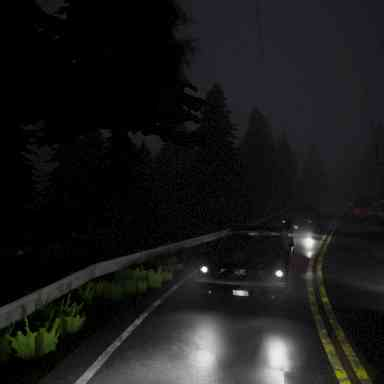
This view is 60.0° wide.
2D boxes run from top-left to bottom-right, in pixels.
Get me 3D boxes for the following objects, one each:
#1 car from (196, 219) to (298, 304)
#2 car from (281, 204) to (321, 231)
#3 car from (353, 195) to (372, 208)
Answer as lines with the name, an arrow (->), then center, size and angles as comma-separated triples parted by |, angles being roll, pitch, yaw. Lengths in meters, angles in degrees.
car -> 1.594, 1.598, 8.417 | 1.895, 1.301, 4.718 | -1, 0, 18
car -> 6.683, 1.460, 20.055 | 2.033, 1.411, 5.357 | -2, 0, 26
car -> 20.652, 1.058, 40.227 | 2.128, 1.511, 4.902 | -2, 0, 28
